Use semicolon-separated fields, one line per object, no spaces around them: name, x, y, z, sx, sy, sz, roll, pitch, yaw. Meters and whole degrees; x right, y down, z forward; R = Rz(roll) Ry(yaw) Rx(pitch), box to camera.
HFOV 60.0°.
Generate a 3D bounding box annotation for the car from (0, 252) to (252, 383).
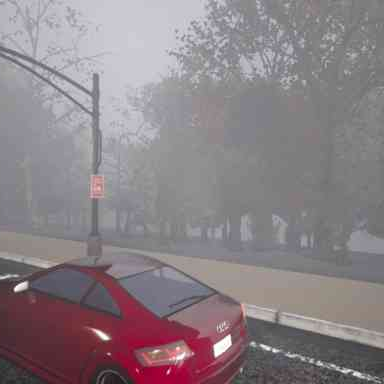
car;-1.314;1.563;4.618;4.181;1.385;1.994;0;0;35
